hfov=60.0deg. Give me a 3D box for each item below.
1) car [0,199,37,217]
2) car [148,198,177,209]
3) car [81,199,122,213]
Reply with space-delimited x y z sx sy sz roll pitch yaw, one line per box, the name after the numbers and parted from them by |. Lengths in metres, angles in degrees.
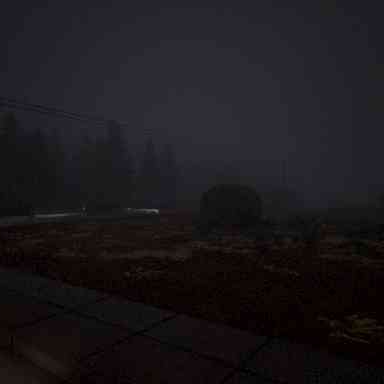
-16.072 1.391 28.957 2.097 1.767 4.553 0 0 37 | car
-3.984 1.565 45.238 1.812 1.442 4.674 0 0 37 | car
-9.999 1.531 37.147 2.128 1.511 4.902 0 0 37 | car
